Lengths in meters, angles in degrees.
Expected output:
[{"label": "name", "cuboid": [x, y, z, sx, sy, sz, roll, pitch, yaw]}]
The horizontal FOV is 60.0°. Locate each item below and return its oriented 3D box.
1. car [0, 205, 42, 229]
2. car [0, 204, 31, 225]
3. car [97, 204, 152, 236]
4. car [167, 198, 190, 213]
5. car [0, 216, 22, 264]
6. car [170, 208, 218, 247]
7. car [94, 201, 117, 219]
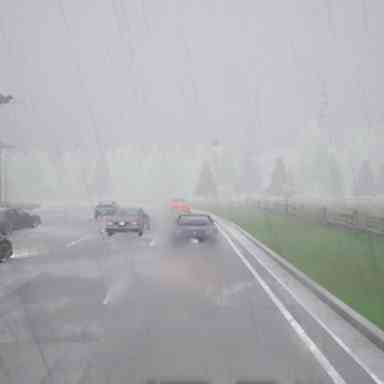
[{"label": "car", "cuboid": [-10.424, 1.579, 18.624, 2.033, 1.411, 5.357, 0, 0, -1]}, {"label": "car", "cuboid": [-14.137, 1.643, 25.088, 1.895, 1.301, 4.718, 0, 0, -4]}, {"label": "car", "cuboid": [-3.424, 1.580, 18.613, 2.033, 1.411, 5.357, 0, 0, -1]}, {"label": "car", "cuboid": [-1.562, 1.416, 36.716, 2.097, 1.767, 4.553, 0, 0, -9]}, {"label": "car", "cuboid": [-6.899, 1.579, 9.274, 1.994, 1.385, 4.181, 0, 0, 0]}, {"label": "car", "cuboid": [0.096, 1.628, 15.151, 1.895, 1.301, 4.718, 0, 0, 0]}, {"label": "car", "cuboid": [-7.631, 1.543, 30.212, 2.128, 1.511, 4.902, 0, 0, -7]}]
